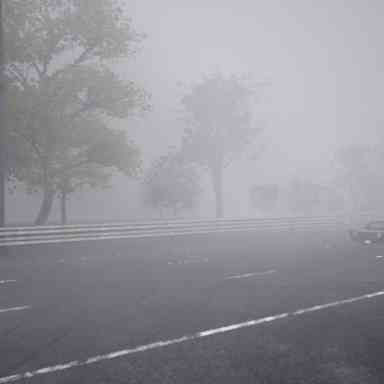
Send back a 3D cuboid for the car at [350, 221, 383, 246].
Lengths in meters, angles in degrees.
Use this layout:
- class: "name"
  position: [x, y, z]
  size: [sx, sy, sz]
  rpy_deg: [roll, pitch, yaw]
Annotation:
- class: "car"
  position: [10.469, 2.122, 17.152]
  size: [4.718, 1.301, 1.895]
  rpy_deg: [0, -3, -27]
